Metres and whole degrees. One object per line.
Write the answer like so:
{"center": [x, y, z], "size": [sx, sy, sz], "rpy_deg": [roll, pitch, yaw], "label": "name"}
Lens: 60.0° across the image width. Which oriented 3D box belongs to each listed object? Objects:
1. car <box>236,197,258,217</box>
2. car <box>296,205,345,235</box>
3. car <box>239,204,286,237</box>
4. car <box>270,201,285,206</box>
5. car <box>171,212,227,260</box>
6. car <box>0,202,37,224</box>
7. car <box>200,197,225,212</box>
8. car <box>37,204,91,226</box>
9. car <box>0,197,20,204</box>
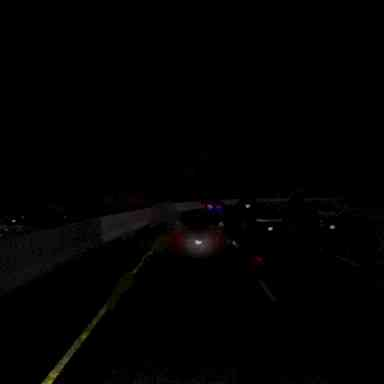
{"center": [6.031, 1.579, 36.251], "size": [2.150, 2.045, 5.566], "rpy_deg": [0, 0, 9], "label": "car"}
{"center": [7.711, 1.729, 20.208], "size": [1.812, 1.442, 4.674], "rpy_deg": [0, 0, 4], "label": "car"}
{"center": [4.144, 1.683, 19.341], "size": [2.128, 1.511, 4.902], "rpy_deg": [0, 0, 4], "label": "car"}
{"center": [10.290, 1.878, 40.424], "size": [1.882, 1.535, 5.008], "rpy_deg": [0, -1, 10], "label": "car"}
{"center": [0.299, 1.690, 13.011], "size": [1.994, 1.385, 4.181], "rpy_deg": [0, -1, 2], "label": "car"}
{"center": [-12.940, 1.795, 27.283], "size": [2.033, 1.411, 5.357], "rpy_deg": [0, -1, 6], "label": "car"}
{"center": [2.108, 1.549, 33.835], "size": [2.150, 2.045, 5.566], "rpy_deg": [0, -1, 8], "label": "car"}
{"center": [-9.562, 1.715, 25.791], "size": [1.882, 1.535, 5.008], "rpy_deg": [0, -1, 5], "label": "car"}
{"center": [-16.424, 1.454, 27.616], "size": [2.150, 2.045, 5.566], "rpy_deg": [0, -1, 6], "label": "car"}
